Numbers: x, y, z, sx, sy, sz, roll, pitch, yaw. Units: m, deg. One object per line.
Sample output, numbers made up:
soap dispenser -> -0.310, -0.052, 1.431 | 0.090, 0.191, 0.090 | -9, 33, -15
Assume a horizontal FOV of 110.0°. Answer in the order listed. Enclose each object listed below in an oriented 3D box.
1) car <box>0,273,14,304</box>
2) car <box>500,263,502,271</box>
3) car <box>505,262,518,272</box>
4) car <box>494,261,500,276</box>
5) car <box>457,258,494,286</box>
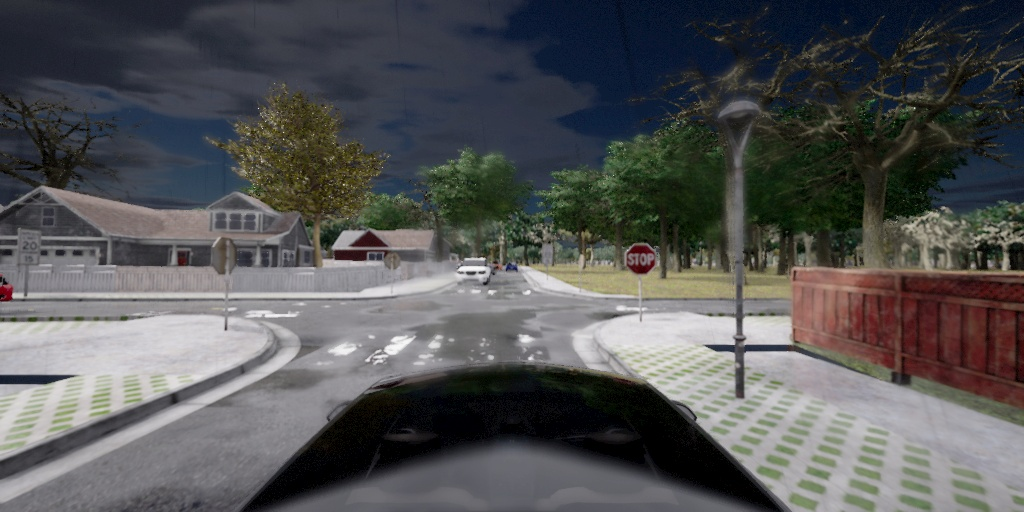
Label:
car -> -18.799, 0.720, 10.479 | 5.566, 2.045, 2.150 | 1, -3, -10
car -> -2.793, 1.689, 63.361 | 2.097, 1.767, 4.553 | 0, -1, 0
car -> -0.039, 1.760, 58.463 | 1.882, 1.535, 5.008 | 0, -1, 0
car -> -2.870, 1.595, 42.522 | 2.128, 1.511, 4.902 | 0, -1, 0
car -> -2.864, 1.170, 27.748 | 2.150, 2.045, 5.566 | 0, 0, 0
